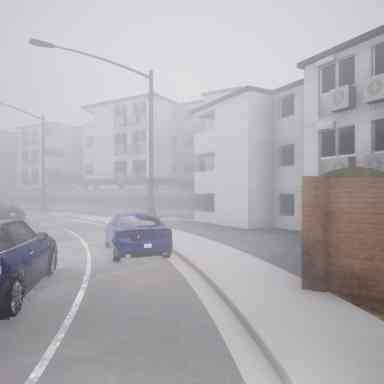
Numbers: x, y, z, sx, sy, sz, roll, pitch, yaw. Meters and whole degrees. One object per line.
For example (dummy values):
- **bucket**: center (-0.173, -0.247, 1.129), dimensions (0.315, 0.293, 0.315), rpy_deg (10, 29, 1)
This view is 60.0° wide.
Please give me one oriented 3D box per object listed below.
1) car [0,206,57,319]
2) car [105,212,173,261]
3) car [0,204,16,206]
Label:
- **car**: center (-4.455, 1.351, 7.336), dimensions (2.097, 1.767, 4.553), rpy_deg (0, 0, -11)
- **car**: center (-2.142, 1.478, 12.425), dimensions (1.882, 1.535, 5.008), rpy_deg (0, 0, -19)
- **car**: center (-14.299, 1.564, 25.270), dimensions (1.994, 1.385, 4.181), rpy_deg (0, 0, -44)
